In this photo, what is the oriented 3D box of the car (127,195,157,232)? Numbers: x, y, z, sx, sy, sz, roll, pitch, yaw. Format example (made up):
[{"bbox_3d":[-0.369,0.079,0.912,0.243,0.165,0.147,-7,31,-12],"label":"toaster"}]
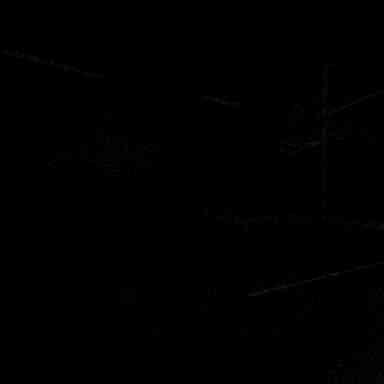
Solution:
[{"bbox_3d":[-3.623,1.107,18.786,1.905,1.878,3.866,0,1,-35],"label":"car"}]

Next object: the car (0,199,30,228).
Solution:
[{"bbox_3d":[-10.750,1.193,19.093,2.242,1.667,4.611,0,1,-35],"label":"car"}]
